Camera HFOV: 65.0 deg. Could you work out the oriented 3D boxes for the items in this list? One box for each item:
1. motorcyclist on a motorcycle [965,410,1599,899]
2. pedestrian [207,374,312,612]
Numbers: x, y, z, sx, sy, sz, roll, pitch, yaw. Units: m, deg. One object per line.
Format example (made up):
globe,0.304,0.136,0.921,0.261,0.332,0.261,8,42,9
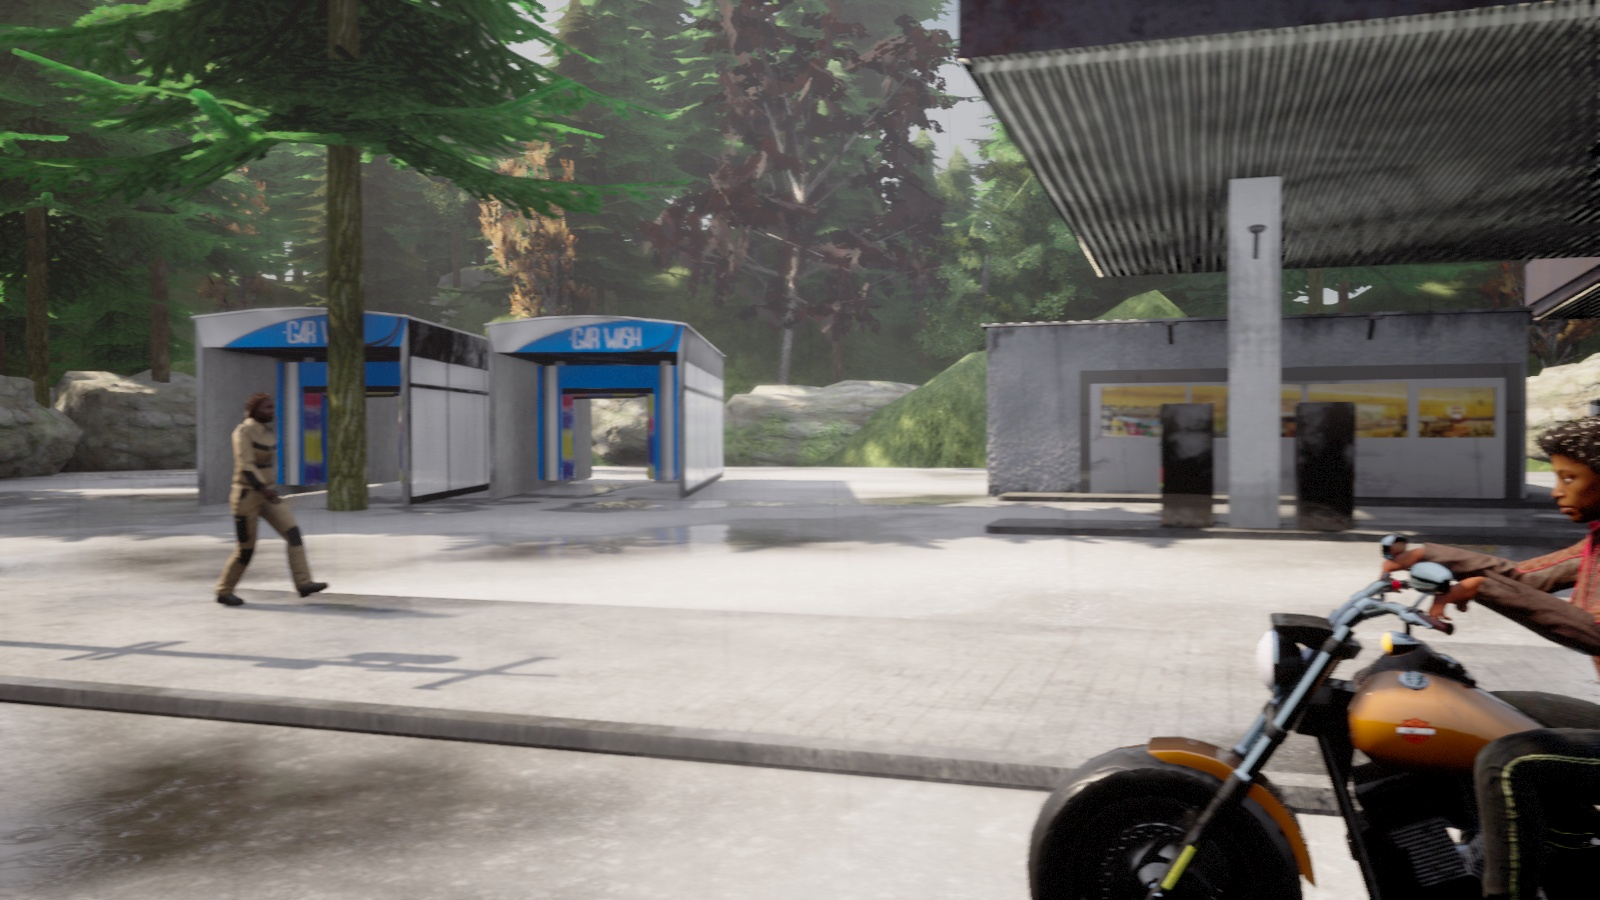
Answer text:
motorcyclist on a motorcycle,1.655,0.729,3.138,2.350,1.649,0.766,0,1,21
pedestrian,-4.488,0.344,10.443,0.692,1.930,0.396,0,1,14
